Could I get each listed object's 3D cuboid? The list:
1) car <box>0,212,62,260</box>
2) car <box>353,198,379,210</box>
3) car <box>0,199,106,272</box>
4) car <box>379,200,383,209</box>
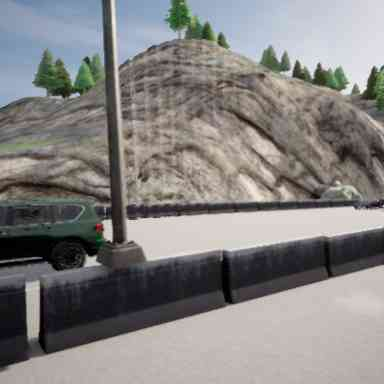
[{"bbox_3d":[-7.543,1.547,11.509,5.357,1.411,2.033,0,0,-36],"label":"car"},{"bbox_3d":[21.825,1.416,41.044,4.674,1.442,1.812,0,0,-35],"label":"car"},{"bbox_3d":[-5.142,1.220,8.923,5.566,2.045,2.150,0,0,-36],"label":"car"},{"bbox_3d":[23.816,1.416,38.170,4.674,1.442,1.812,0,0,-35],"label":"car"}]
